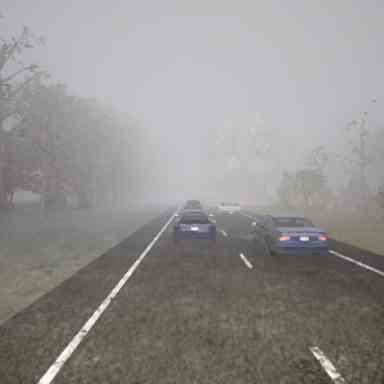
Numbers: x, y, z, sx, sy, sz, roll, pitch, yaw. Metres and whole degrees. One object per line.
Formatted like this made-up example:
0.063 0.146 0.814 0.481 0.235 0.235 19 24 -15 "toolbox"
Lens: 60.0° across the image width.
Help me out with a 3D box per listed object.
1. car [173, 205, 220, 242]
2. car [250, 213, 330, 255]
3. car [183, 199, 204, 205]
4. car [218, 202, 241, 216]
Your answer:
0.113 1.570 16.485 1.994 1.385 4.181 0 0 0 "car"
3.612 1.552 13.195 2.033 1.411 5.357 0 0 0 "car"
0.129 1.518 34.178 1.837 1.490 4.892 0 0 0 "car"
3.628 1.614 32.909 1.895 1.301 4.718 0 0 0 "car"
